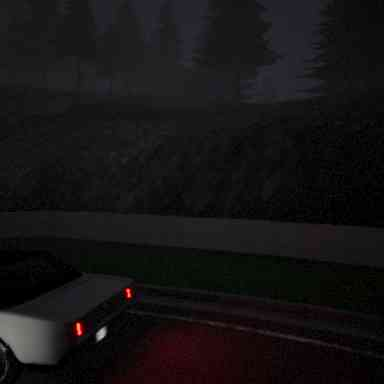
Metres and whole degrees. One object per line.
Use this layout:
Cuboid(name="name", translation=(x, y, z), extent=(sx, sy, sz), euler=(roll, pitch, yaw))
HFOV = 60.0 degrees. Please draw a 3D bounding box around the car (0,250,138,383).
Cuboid(name="car", translation=(-3.333, 1.563, 4.878), extent=(4.718, 1.301, 1.895), euler=(0, 1, 14))
